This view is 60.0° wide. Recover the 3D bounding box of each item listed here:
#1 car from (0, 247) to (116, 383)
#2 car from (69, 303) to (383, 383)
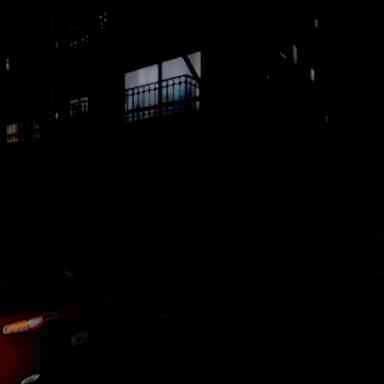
[{"bbox_3d":[-3.087,1.523,5.092,4.507,1.381,1.887,0,0,36],"label":"car"},{"bbox_3d":[1.494,1.567,1.809,4.313,1.339,1.947,0,0,36],"label":"car"}]
